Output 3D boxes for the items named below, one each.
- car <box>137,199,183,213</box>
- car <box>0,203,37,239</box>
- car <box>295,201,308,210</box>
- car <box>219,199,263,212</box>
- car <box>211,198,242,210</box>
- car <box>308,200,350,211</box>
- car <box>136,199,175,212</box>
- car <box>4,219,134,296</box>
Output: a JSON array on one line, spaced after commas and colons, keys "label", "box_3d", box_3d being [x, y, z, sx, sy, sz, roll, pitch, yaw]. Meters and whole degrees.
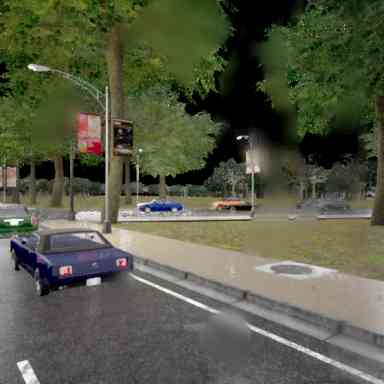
[{"label": "car", "box_3d": [-3.593, 1.612, 38.442, 5.008, 1.535, 1.882, 0, 0, -13]}, {"label": "car", "box_3d": [-8.889, 1.352, 15.916, 2.097, 1.767, 4.553, 0, 0, -37]}, {"label": "car", "box_3d": [16.770, 1.828, 46.911, 4.181, 1.385, 1.994, 0, 0, -14]}, {"label": "car", "box_3d": [6.171, 1.792, 40.899, 4.718, 1.301, 1.895, 0, 0, -14]}, {"label": "car", "box_3d": [4.760, 1.539, 43.895, 4.553, 1.767, 2.097, 0, 0, -14]}, {"label": "car", "box_3d": [18.464, 1.761, 43.977, 4.902, 1.511, 2.128, 0, 0, -14]}, {"label": "car", "box_3d": [-4.559, 1.659, 41.542, 4.674, 1.442, 1.812, 0, 0, -16]}, {"label": "car", "box_3d": [-3.427, 1.601, 8.776, 1.895, 1.301, 4.718, 0, 0, -38]}]
